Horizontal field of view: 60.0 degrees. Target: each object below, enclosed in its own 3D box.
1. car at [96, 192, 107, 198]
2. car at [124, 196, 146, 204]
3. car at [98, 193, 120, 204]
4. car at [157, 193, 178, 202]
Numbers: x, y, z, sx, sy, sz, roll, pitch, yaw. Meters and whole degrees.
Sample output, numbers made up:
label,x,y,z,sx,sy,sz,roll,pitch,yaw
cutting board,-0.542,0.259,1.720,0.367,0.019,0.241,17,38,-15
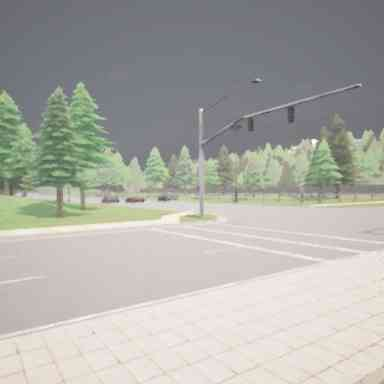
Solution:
label,x,y,z,sx,sy,sz,roll,pitch,yaw
car,-18.159,0.747,68.185,1.882,1.535,5.008,-1,1,-34
car,-9.470,1.263,55.270,1.895,1.301,4.718,-1,1,-34
car,-13.328,1.273,54.729,1.994,1.385,4.181,-1,1,-34
car,-4.436,0.917,60.355,2.097,1.767,4.553,-1,1,-34
